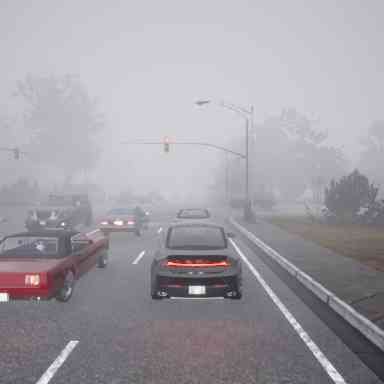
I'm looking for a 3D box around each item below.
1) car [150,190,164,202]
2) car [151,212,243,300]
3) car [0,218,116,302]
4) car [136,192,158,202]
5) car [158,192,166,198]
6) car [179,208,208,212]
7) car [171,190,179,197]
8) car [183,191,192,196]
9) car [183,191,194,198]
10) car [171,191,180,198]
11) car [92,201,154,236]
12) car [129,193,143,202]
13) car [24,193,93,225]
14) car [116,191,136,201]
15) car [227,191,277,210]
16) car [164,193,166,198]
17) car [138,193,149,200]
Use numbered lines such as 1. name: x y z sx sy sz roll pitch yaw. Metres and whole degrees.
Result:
1. car: -7.166 0.733 63.452 2.150 2.045 5.566 0 1 -1
2. car: 0.088 1.473 8.315 1.837 1.490 4.892 0 0 0
3. car: -3.413 1.570 8.135 1.895 1.301 4.718 0 0 0
4. car: -7.192 1.151 53.277 2.033 1.411 5.357 0 0 0
5. car: -7.602 0.780 83.911 1.812 1.442 4.674 0 1 -3
6. car: 0.080 1.497 17.628 1.895 1.301 4.718 0 0 0
7. car: -4.912 0.451 94.749 2.097 1.767 4.553 0 1 -7
8. car: -1.424 0.465 95.112 2.033 1.411 5.357 0 1 -7
9. car: -0.671 0.783 85.235 1.994 1.385 4.181 0 1 -4
10. car: -4.143 0.602 84.681 2.097 1.767 4.553 0 1 -4
11. car: -3.446 1.442 17.724 2.033 1.411 5.357 0 0 -1
12. car: -10.676 0.987 63.683 1.882 1.535 5.008 0 1 0
13. car: -7.247 1.108 18.779 2.150 2.045 5.566 0 0 -1
14. car: -10.691 0.821 53.796 2.150 2.045 5.566 0 0 0
15. car: 6.816 0.951 37.954 5.566 2.045 2.150 0 0 -3
16. car: -7.237 0.876 73.642 1.882 1.535 5.008 0 1 -1
17. car: -10.742 0.991 73.769 1.895 1.301 4.718 0 1 -1
